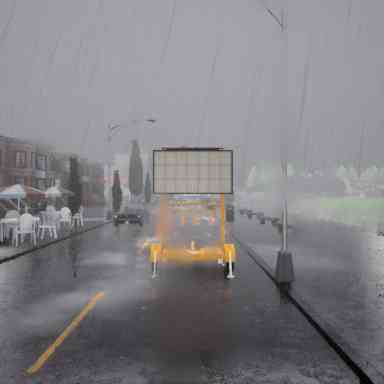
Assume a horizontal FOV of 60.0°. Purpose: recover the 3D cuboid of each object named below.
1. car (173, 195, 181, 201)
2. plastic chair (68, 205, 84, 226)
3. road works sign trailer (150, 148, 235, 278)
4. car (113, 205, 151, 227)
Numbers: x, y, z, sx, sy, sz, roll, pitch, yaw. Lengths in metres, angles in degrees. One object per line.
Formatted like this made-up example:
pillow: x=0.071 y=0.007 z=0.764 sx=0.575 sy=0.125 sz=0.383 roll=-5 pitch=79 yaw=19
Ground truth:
car: x=-3.802 y=1.491 z=84.912 sx=2.128 sy=1.511 sz=4.902 roll=0 pitch=0 yaw=0
plastic chair: x=-7.396 y=1.506 z=21.185 sx=0.730 sy=1.271 sz=0.750 roll=0 pitch=0 yaw=-40
road works sign trailer: x=0.024 y=0.464 z=10.141 sx=2.380 sy=3.560 sz=2.880 roll=0 pitch=0 yaw=0
car: x=-4.047 y=1.601 z=22.946 sx=1.895 sy=1.301 sz=4.718 roll=0 pitch=0 yaw=0
